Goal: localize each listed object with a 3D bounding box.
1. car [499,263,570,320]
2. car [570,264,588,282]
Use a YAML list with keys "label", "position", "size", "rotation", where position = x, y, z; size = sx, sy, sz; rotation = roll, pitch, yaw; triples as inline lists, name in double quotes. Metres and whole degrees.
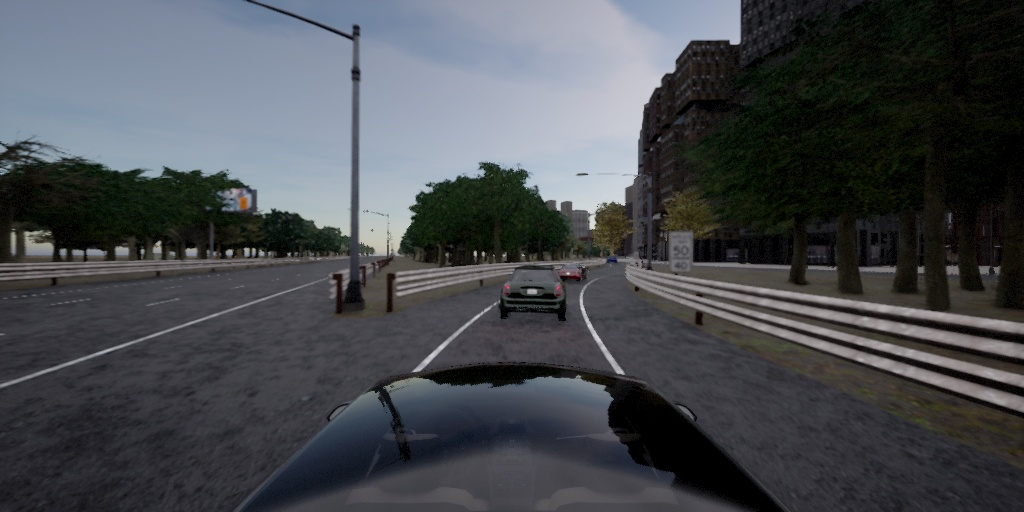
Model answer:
- label: "car"
  position: [0.916, 1.097, 12.942]
  size: [2.097, 1.767, 4.553]
  rotation: [1, 0, 8]
- label: "car"
  position: [5.000, 1.307, 29.474]
  size: [1.994, 1.385, 4.181]
  rotation: [0, 0, 20]
